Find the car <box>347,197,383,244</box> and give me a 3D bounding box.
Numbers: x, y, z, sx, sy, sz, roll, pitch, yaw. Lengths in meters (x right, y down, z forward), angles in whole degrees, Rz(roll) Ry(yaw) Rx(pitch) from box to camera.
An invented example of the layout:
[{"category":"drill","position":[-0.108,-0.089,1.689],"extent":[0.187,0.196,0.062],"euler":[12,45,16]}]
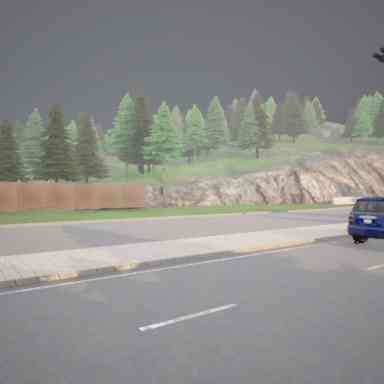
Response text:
[{"category":"car","position":[9.123,1.225,14.666],"extent":[5.566,2.045,2.150],"euler":[0,0,-35]}]
